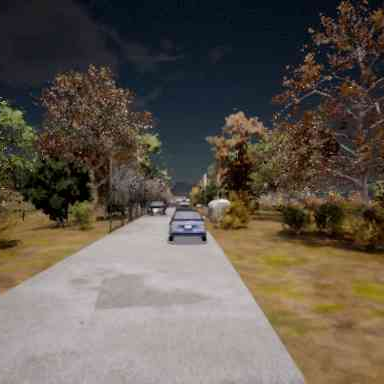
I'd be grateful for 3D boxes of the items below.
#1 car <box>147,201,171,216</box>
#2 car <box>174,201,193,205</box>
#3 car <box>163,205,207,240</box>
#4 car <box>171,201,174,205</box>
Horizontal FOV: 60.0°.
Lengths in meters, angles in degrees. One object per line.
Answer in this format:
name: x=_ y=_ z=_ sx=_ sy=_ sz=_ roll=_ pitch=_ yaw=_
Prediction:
car: x=-3.754 y=1.769 z=36.126 sx=2.128 sy=1.511 sz=4.902 roll=0 pitch=-1 yaw=-2
car: x=-0.880 y=1.816 z=38.268 sx=1.837 sy=1.490 sz=4.892 roll=0 pitch=-1 yaw=-2
car: x=-0.242 y=1.602 z=17.236 sx=2.033 sy=1.411 sz=5.357 roll=0 pitch=0 yaw=-2
car: x=-4.734 y=2.793 z=76.843 sx=1.882 sy=1.535 sz=5.008 roll=0 pitch=-2 yaw=-1
